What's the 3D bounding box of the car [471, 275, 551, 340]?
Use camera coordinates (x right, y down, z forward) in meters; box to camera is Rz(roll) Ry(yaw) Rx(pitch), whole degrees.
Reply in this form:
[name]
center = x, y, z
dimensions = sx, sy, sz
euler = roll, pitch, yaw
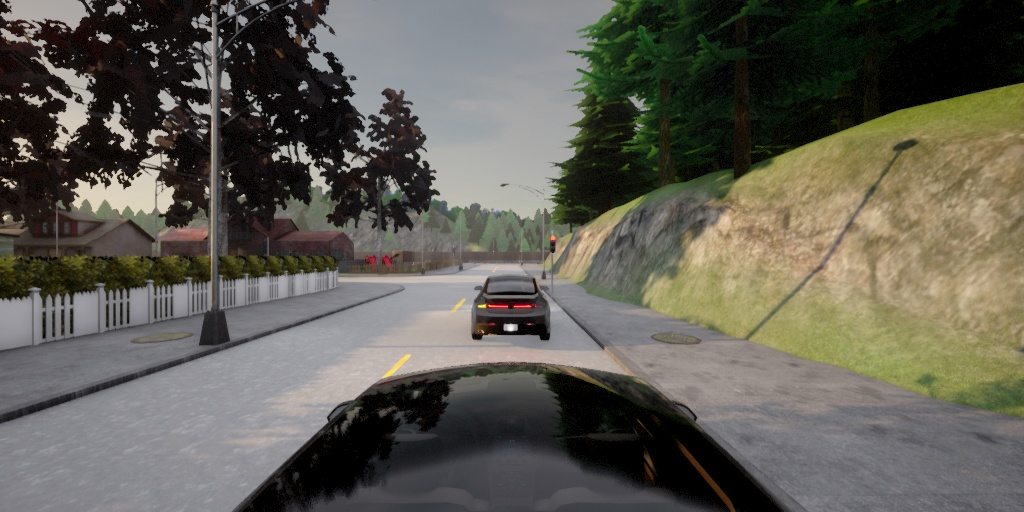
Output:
[car]
center = -0.019, 1.254, 9.947
dimensions = 1.837, 1.490, 4.892
euler = 0, 0, 0
